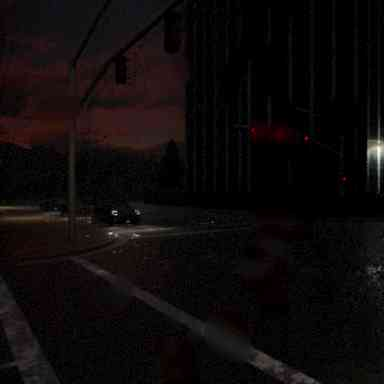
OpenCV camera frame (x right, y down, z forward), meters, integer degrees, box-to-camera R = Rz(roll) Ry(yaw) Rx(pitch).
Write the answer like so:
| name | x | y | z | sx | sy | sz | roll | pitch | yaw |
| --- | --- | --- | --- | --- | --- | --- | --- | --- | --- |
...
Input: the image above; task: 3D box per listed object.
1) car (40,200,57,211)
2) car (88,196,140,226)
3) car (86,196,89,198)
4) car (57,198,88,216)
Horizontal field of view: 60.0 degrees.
| name | x | y | z | sx | sy | sz | roll | pitch | yaw |
| --- | --- | --- | --- | --- | --- | --- | --- | --- | --- |
| car | -16.887 | 1.603 | 40.045 | 1.895 | 1.301 | 4.718 | 0 | 0 | -34 |
| car | -5.395 | 1.353 | 23.453 | 2.097 | 1.767 | 4.553 | 0 | 0 | -34 |
| car | -15.108 | 1.355 | 49.995 | 2.097 | 1.767 | 4.553 | 0 | 0 | -35 |
| car | -11.173 | 1.527 | 31.792 | 1.812 | 1.442 | 4.674 | 0 | 0 | -35 |
